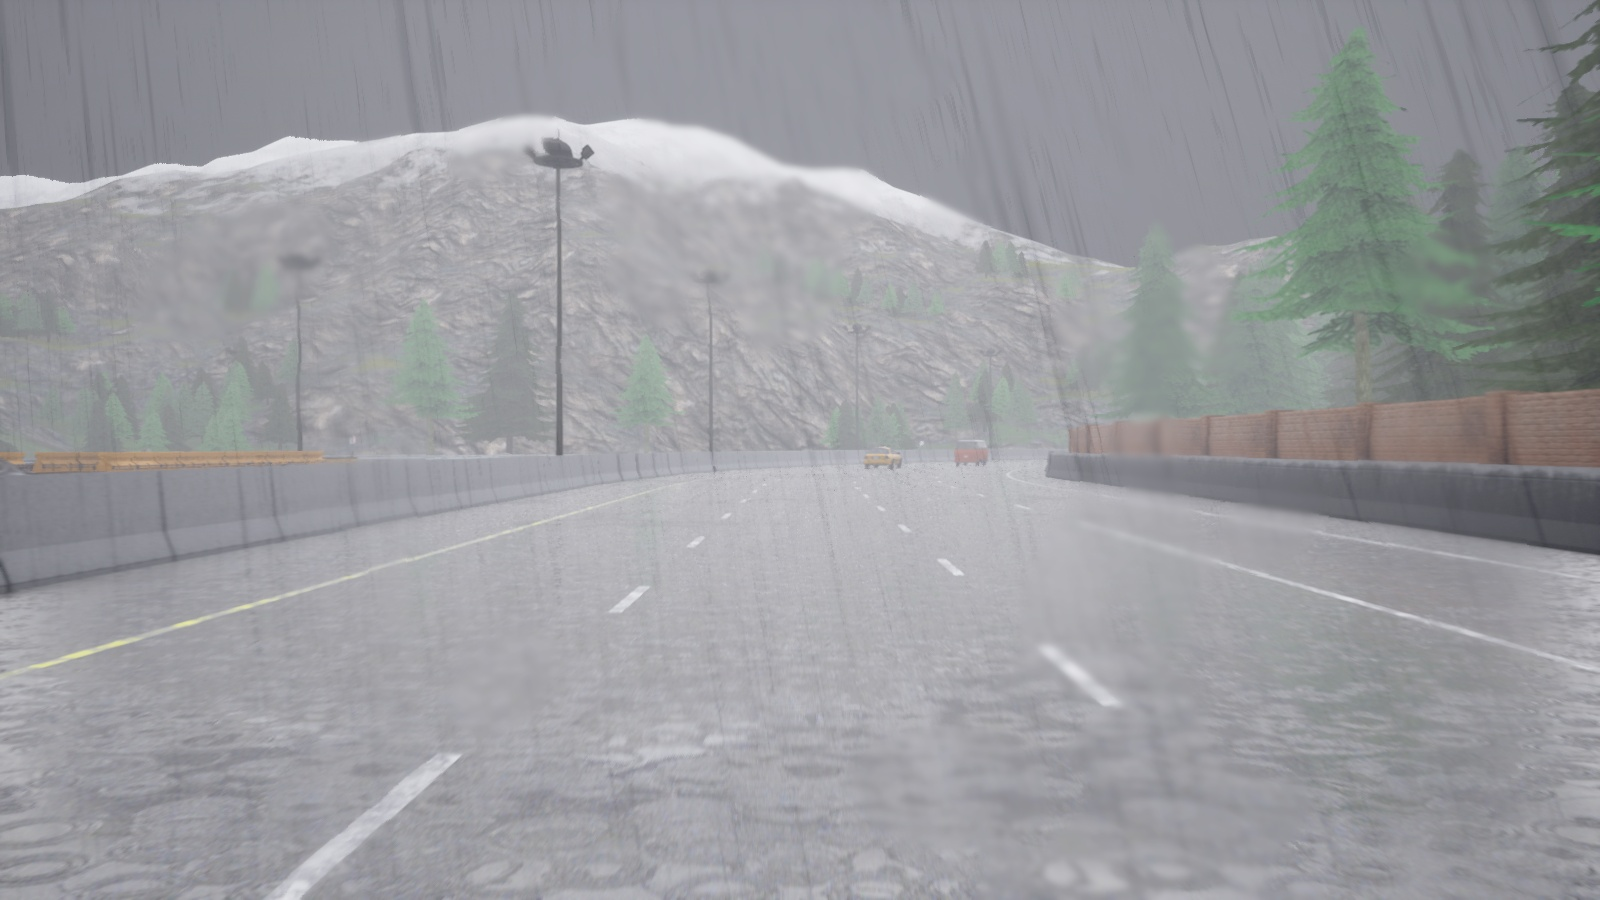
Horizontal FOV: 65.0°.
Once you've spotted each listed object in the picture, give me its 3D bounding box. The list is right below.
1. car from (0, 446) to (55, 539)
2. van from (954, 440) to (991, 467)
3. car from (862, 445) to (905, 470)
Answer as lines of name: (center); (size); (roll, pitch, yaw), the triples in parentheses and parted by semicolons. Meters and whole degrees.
car: (-13.875, 0.679, 19.160); (2.163, 1.488, 4.792); (0, 0, 0)
van: (12.914, 0.235, 93.800); (1.775, 1.987, 4.442); (0, 0, 20)
car: (5.481, 0.450, 82.012); (1.801, 1.575, 5.366); (0, 0, 15)
